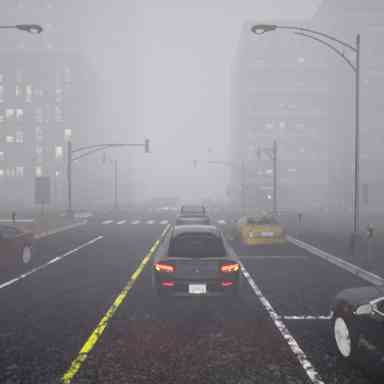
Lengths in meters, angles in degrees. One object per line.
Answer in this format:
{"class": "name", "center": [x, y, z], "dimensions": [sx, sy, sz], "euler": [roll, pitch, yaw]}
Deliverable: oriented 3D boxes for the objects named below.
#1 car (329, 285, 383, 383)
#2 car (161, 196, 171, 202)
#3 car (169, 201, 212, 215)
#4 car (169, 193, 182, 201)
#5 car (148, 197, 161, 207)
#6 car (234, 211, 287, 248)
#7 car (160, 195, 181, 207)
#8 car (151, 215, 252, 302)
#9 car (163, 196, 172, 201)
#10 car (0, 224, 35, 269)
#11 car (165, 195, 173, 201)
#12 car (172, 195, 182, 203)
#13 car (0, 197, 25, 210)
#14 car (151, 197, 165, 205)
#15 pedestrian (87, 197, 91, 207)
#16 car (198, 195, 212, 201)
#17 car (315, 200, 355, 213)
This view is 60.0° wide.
{"class": "car", "center": [2.801, 1.550, 3.096], "dimensions": [2.008, 1.369, 4.403], "euler": [-1, 0, 0]}
{"class": "car", "center": [-5.855, 1.527, 74.940], "dimensions": [1.887, 1.381, 4.507], "euler": [-1, 0, 0]}
{"class": "car", "center": [0.053, 1.486, 18.176], "dimensions": [2.128, 1.511, 4.902], "euler": [0, 0, 0]}
{"class": "car", "center": [-3.195, 1.476, 60.341], "dimensions": [2.128, 1.511, 4.902], "euler": [0, 0, 0]}
{"class": "car", "center": [-5.809, 1.512, 52.152], "dimensions": [1.752, 1.417, 4.829], "euler": [-1, 0, 0]}
{"class": "car", "center": [2.778, 1.521, 14.554], "dimensions": [1.752, 1.417, 4.829], "euler": [-1, 0, 0]}
{"class": "car", "center": [-3.195, 1.534, 50.390], "dimensions": [2.033, 1.411, 5.357], "euler": [0, 0, 0]}
{"class": "car", "center": [0.083, 1.523, 8.102], "dimensions": [1.812, 1.442, 4.674], "euler": [0, 0, 0]}
{"class": "car", "center": [-5.867, 1.564, 80.594], "dimensions": [1.802, 1.307, 4.206], "euler": [-1, 0, 0]}
{"class": "car", "center": [-5.849, 1.542, 8.780], "dimensions": [1.887, 1.381, 4.507], "euler": [-1, 0, 0]}
{"class": "car", "center": [-5.879, 1.526, 86.249], "dimensions": [1.887, 1.381, 4.507], "euler": [-1, 0, 0]}
{"class": "car", "center": [-3.143, 1.483, 70.538], "dimensions": [1.837, 1.490, 4.892], "euler": [0, 0, 0]}
{"class": "car", "center": [-21.739, 1.273, 37.965], "dimensions": [4.829, 1.417, 1.752], "euler": [0, 0, 1]}
{"class": "car", "center": [-5.821, 1.551, 57.976], "dimensions": [1.947, 1.339, 4.313], "euler": [-1, 0, 0]}
{"class": "pedestrian", "center": [-12.632, 1.198, 40.830], "dimensions": [0.375, 1.300, 0.375], "euler": [0, 0, 1]}
{"class": "car", "center": [2.559, 1.536, 57.994], "dimensions": [2.008, 1.369, 4.403], "euler": [-1, 0, 0]}
{"class": "car", "center": [16.237, 1.621, 37.545], "dimensions": [4.403, 1.369, 2.008], "euler": [0, 0, 1]}
